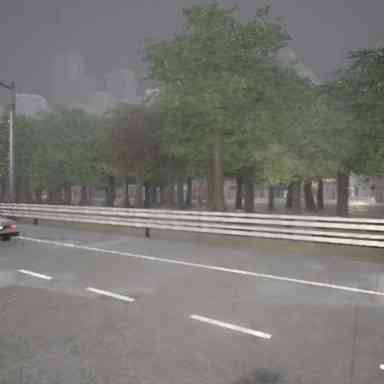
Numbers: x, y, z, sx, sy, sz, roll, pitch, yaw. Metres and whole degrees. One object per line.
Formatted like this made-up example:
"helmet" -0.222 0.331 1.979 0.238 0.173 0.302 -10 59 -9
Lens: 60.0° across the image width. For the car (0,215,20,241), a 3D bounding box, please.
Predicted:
"car" -10.073 1.545 15.375 5.357 1.411 2.033 0 0 36
